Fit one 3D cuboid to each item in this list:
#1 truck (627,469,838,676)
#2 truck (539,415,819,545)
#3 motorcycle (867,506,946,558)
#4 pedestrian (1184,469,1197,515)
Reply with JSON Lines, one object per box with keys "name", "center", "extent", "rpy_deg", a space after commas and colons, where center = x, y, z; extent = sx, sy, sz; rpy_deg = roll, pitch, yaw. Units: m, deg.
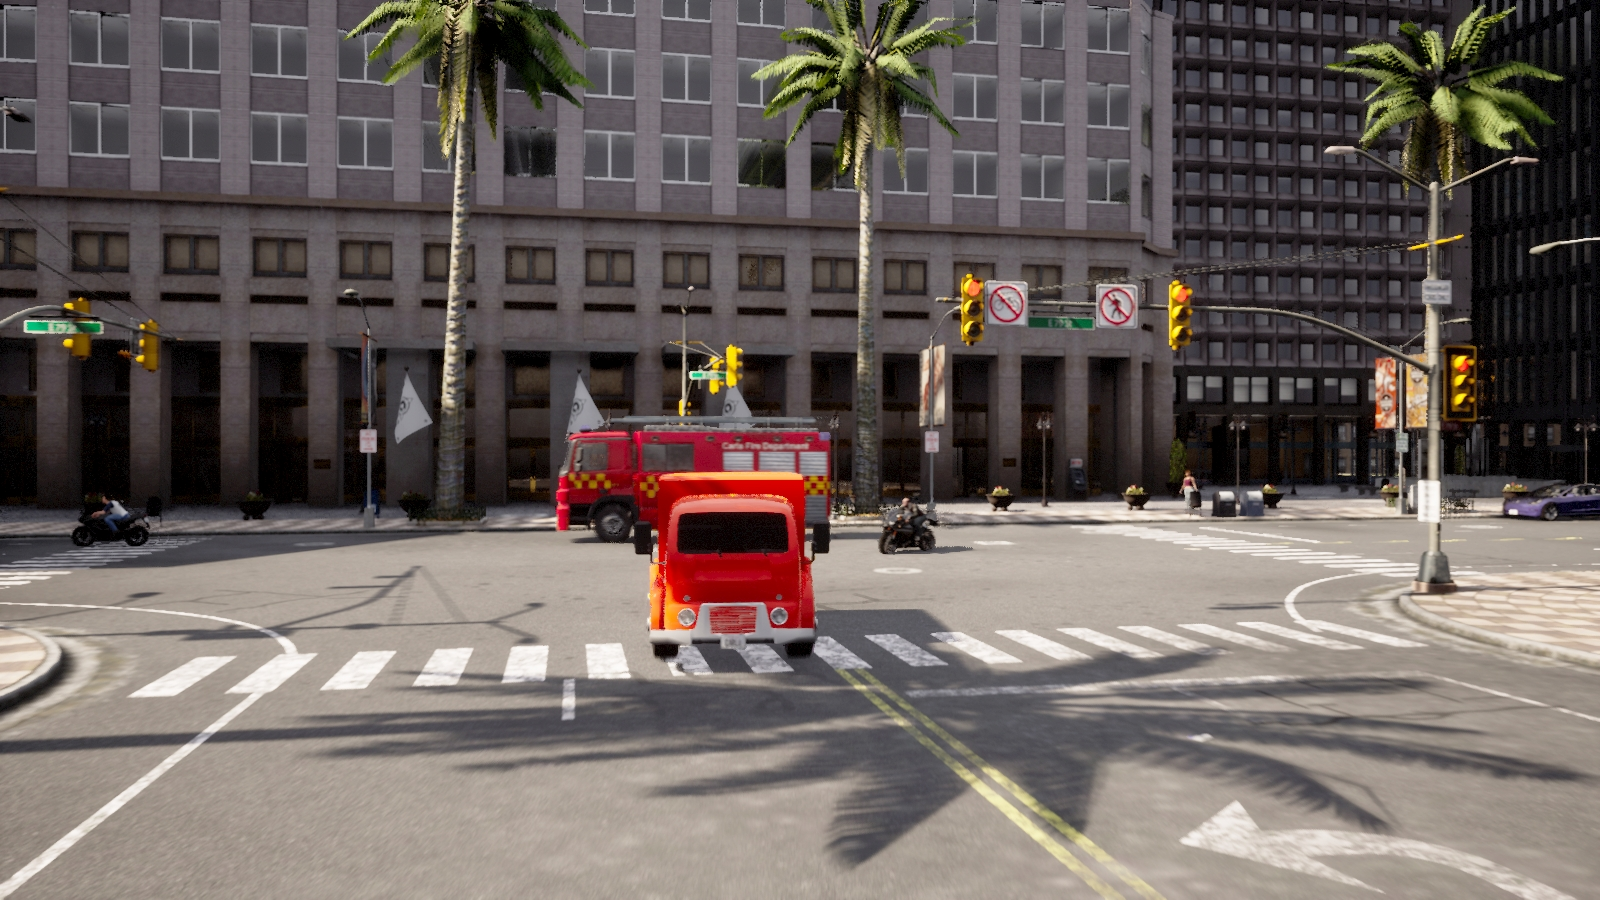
{"name": "truck", "center": [-1.017, 1.568, 16.872], "extent": [2.627, 2.467, 5.204], "rpy_deg": [0, 0, -4]}
{"name": "truck", "center": [-3.841, 0.891, 35.999], "extent": [8.468, 3.827, 2.891], "rpy_deg": [0, 0, -11]}
{"name": "motorcycle", "center": [2.916, 2.205, 31.196], "extent": [2.209, 1.251, 0.867], "rpy_deg": [0, 1, -42]}
{"name": "pedestrian", "center": [15.810, 1.697, 46.247], "extent": [0.375, 1.860, 0.375], "rpy_deg": [0, 0, -34]}
